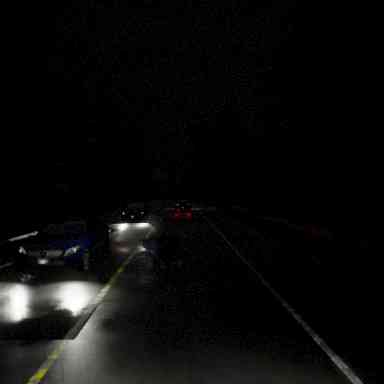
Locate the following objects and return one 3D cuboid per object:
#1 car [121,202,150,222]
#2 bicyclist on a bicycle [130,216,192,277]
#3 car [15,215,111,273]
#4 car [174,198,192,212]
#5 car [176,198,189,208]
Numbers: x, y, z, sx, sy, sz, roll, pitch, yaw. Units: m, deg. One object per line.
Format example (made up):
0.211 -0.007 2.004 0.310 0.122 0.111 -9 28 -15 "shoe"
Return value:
-4.378 1.526 26.386 1.812 1.442 4.674 0 0 -2 "car"
-0.830 1.454 8.835 1.656 1.620 0.582 -2 0 -2 "bicyclist on a bicycle"
-3.912 1.525 10.890 1.812 1.442 4.674 0 0 -2 "car"
-1.088 1.526 39.162 1.812 1.442 4.674 0 0 -2 "car"
-1.418 1.601 49.376 1.895 1.301 4.718 0 0 -2 "car"
